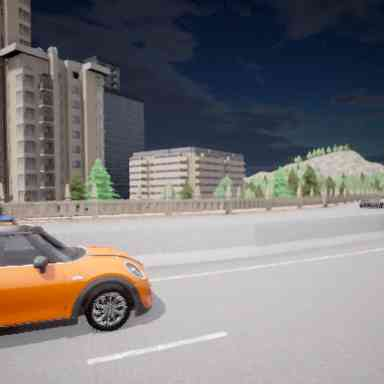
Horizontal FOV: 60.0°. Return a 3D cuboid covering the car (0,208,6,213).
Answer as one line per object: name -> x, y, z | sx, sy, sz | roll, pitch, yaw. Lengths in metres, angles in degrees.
car -> -8.761, 1.501, 11.089 | 5.008, 1.535, 1.882 | 0, 0, -21

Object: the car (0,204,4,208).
car -> -10.241, 1.500, 14.258 | 5.008, 1.535, 1.882 | 0, 0, -21

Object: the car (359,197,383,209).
car -> 21.845, 1.356, 40.447 | 1.994, 1.385, 4.181 | -1, 0, 42

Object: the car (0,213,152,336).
car -> -3.013, 1.357, 5.686 | 4.553, 1.767, 2.097 | -1, 0, -22
